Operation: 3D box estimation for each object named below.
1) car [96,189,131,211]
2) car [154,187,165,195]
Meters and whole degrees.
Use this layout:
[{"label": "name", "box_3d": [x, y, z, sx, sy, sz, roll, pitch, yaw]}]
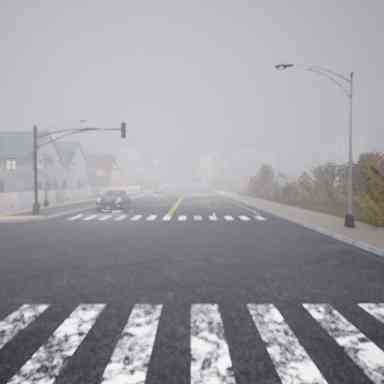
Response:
[{"label": "car", "box_3d": [-6.491, 0.578, 27.863, 2.097, 1.767, 4.553, 0, 1, 0]}, {"label": "car", "box_3d": [-6.479, -0.262, 66.583, 2.128, 1.511, 4.902, 0, 2, 0]}]
